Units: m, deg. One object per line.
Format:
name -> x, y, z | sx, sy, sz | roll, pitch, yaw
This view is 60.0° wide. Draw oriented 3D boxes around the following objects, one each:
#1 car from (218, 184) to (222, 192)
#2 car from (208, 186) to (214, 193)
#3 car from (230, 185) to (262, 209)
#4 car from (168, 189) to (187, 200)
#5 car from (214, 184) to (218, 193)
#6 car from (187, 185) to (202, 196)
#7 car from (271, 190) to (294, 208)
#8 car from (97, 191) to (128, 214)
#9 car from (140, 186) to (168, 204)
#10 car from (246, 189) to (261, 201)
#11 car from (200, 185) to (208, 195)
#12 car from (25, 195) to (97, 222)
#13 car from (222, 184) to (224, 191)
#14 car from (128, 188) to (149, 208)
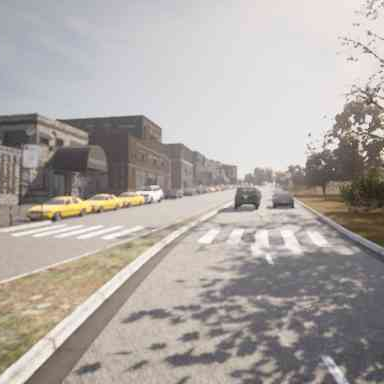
car -> 5.783, -0.870, 87.314 | 2.185, 1.767, 4.553 | 0, 1, 13
car -> 2.960, -0.408, 75.028 | 2.231, 1.521, 4.892 | 0, 1, 13
car -> 5.221, 0.487, 31.169 | 2.150, 2.045, 5.566 | 0, 2, 13
car -> -2.699, 0.313, 49.663 | 2.163, 1.488, 4.792 | 0, 1, 13
car -> 4.523, -0.595, 81.718 | 1.946, 1.575, 5.366 | 0, 1, 13
car -> -0.260, -0.011, 60.474 | 2.231, 1.521, 4.892 | 0, 1, 13
car -> 8.850, 0.764, 32.432 | 1.994, 1.385, 4.181 | 0, 2, 13
car -> -7.612, 0.876, 27.836 | 1.946, 1.575, 5.366 | 0, 1, 13
car -> -5.122, 0.326, 38.882 | 2.435, 2.045, 5.566 | 0, 1, 13
car -> 8.508, 0.370, 45.727 | 1.837, 1.490, 4.892 | 0, 2, 13
car -> 0.943, -0.409, 65.822 | 2.435, 2.045, 5.566 | 0, 1, 13
car -> -8.835, 1.025, 22.452 | 1.946, 1.575, 5.366 | 0, 2, 13
car -> 6.950, -0.889, 92.494 | 1.946, 1.575, 5.366 | 0, 1, 13
car -> -6.399, 0.729, 33.224 | 1.946, 1.575, 5.366 | 0, 1, 13
